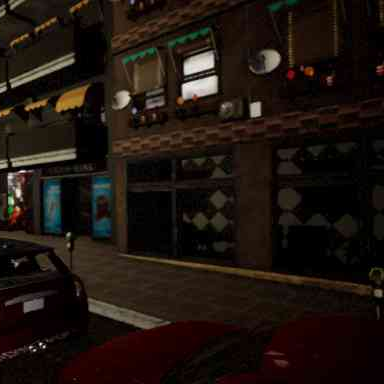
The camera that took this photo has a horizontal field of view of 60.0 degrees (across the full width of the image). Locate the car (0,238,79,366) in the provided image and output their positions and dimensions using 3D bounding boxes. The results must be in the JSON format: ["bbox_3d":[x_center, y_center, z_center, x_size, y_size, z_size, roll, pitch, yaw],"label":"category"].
[{"bbox_3d":[-3.560,1.443,5.296,4.097,1.590,1.967,0,-1,36],"label":"car"}]

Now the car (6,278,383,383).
[{"bbox_3d":[0.938,1.545,2.075,4.507,1.381,1.887,0,-1,36],"label":"car"}]
